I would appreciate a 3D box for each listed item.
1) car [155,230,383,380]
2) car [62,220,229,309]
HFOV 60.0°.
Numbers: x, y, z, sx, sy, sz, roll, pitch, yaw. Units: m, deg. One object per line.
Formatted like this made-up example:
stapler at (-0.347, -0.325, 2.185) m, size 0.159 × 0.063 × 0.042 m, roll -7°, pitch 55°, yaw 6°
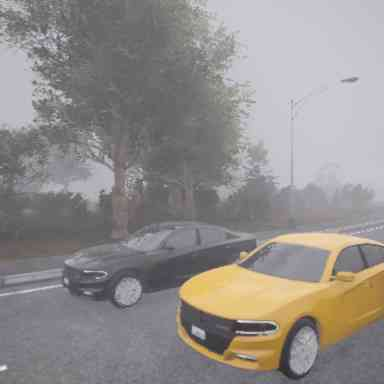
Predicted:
car at (2.050, 1.486, 5.706) m, size 5.008 × 1.535 × 1.882 m, roll 0°, pitch 0°, yaw -38°
car at (-0.518, 1.494, 8.140) m, size 5.008 × 1.535 × 1.882 m, roll 0°, pitch 0°, yaw -38°
